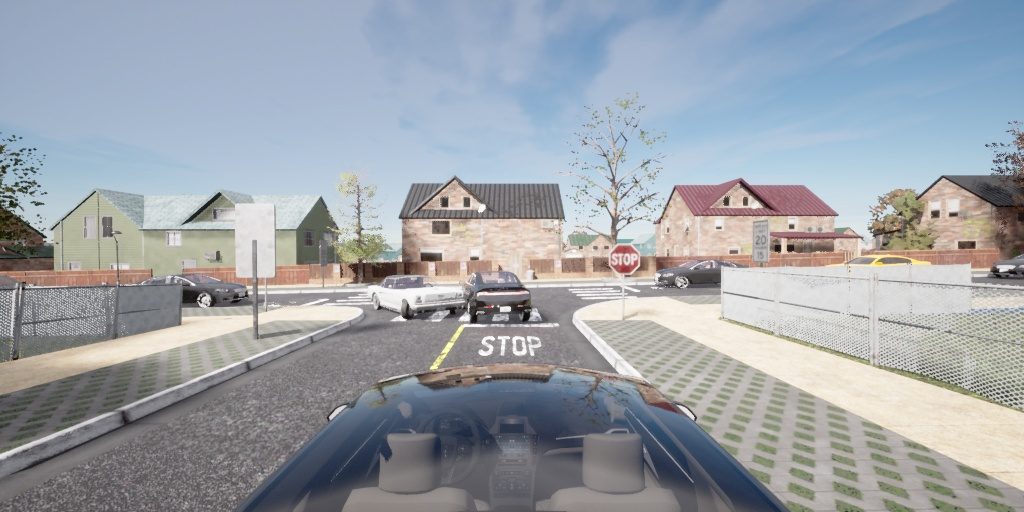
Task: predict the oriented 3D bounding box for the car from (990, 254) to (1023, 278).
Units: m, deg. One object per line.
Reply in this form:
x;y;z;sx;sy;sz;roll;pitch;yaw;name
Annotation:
29.388;0.478;19.632;4.902;1.511;2.128;-1;1;0;car

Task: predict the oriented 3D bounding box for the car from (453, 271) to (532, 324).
-0.684;1.243;12.155;2.128;1.511;4.902;0;0;-12;car

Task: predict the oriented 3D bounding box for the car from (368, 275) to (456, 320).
-3.600;1.368;13.015;1.895;1.301;4.718;0;0;-38;car

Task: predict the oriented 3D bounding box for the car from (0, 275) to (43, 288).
-24.237;1.648;16.473;4.553;1.767;2.097;-1;1;0;car

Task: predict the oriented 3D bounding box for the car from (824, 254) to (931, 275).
19.764;0.690;19.597;5.008;1.535;1.882;-1;1;-1;car

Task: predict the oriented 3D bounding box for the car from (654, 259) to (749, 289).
10.333;0.926;19.562;4.902;1.511;2.128;-1;1;0;car

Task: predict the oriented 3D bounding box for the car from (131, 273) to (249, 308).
-14.900;1.566;16.512;4.902;1.511;2.128;-1;1;0;car
